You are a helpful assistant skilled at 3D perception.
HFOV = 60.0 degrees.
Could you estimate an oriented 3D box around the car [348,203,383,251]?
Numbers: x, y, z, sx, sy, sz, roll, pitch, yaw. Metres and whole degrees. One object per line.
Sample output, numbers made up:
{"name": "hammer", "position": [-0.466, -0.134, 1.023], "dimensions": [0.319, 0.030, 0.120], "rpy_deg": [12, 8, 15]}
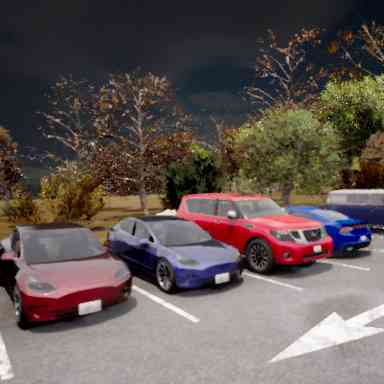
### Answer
{"name": "car", "position": [3.872, 1.277, 12.288], "dimensions": [2.097, 1.535, 5.008], "rpy_deg": [-1, 1, -35]}

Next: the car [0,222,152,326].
{"name": "car", "position": [-3.044, 1.476, 7.380], "dimensions": [2.163, 1.488, 4.792], "rpy_deg": [-1, 1, -35]}

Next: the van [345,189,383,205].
{"name": "van", "position": [8.653, 0.869, 15.520], "dimensions": [1.878, 1.987, 4.442], "rpy_deg": [-3, 2, -35]}

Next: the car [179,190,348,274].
{"name": "car", "position": [1.565, 1.084, 10.633], "dimensions": [2.435, 2.045, 5.566], "rpy_deg": [-1, 1, -35]}

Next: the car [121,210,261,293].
{"name": "car", "position": [-0.737, 1.420, 9.008], "dimensions": [2.163, 1.488, 4.792], "rpy_deg": [-1, 1, -35]}
